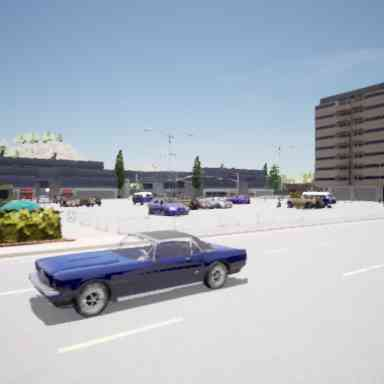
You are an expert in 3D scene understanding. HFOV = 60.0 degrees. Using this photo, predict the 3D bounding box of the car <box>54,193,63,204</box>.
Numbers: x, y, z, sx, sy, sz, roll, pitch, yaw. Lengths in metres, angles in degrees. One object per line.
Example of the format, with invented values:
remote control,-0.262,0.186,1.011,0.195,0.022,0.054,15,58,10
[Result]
car,-24.532,1.189,61.792,1.905,1.878,3.866,0,0,-35

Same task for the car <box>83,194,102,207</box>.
car,-14.442,1.185,47.469,1.932,1.855,4.605,0,0,-35

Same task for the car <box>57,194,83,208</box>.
car,-16.848,1.400,45.857,1.784,1.438,3.905,0,0,-35

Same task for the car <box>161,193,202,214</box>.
car,-1.240,1.174,38.338,1.932,1.855,4.605,0,0,-35

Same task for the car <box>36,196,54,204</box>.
car,-26.907,1.433,60.137,1.970,1.475,3.806,0,0,-35

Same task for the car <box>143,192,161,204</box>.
car,-8.498,1.155,73.105,1.905,1.878,3.866,0,0,-35

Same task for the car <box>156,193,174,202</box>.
car,-6.098,1.147,74.725,1.932,1.855,4.605,0,0,-35

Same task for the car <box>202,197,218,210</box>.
car,0.926,1.380,39.922,1.784,1.438,3.905,0,0,-35

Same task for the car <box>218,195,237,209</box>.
car,3.296,1.407,41.586,1.970,1.475,3.806,0,0,-35

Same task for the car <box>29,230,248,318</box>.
car,-1.030,1.595,7.552,4.718,1.301,1.895,0,0,-35

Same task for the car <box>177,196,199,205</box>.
car,-0.668,1.398,57.259,1.970,1.475,3.806,0,0,-35
